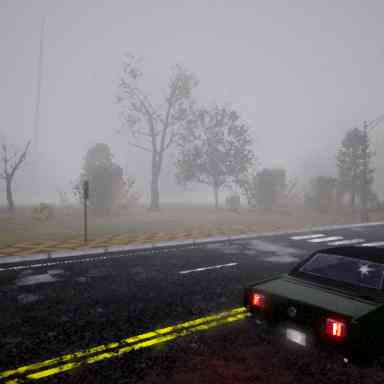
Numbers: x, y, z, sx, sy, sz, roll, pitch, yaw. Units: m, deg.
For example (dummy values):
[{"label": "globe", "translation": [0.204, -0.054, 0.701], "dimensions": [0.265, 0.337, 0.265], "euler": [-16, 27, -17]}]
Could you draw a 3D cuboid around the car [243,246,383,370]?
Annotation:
[{"label": "car", "translation": [3.187, 1.598, 5.587], "dimensions": [4.718, 1.301, 1.895], "euler": [0, 0, -35]}]
